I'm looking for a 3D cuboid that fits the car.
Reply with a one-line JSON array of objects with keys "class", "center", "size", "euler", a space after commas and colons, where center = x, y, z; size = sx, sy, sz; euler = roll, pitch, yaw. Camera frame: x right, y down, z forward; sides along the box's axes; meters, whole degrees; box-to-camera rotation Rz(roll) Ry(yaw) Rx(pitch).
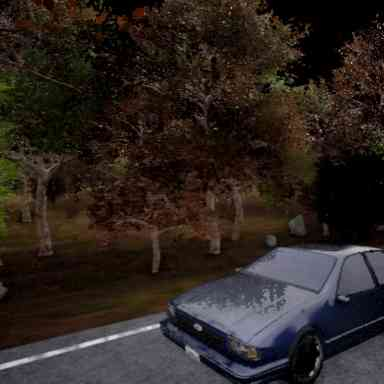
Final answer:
[{"class": "car", "center": [2.180, 1.576, 5.523], "size": [5.357, 1.411, 2.033], "euler": [1, 0, -35]}]
